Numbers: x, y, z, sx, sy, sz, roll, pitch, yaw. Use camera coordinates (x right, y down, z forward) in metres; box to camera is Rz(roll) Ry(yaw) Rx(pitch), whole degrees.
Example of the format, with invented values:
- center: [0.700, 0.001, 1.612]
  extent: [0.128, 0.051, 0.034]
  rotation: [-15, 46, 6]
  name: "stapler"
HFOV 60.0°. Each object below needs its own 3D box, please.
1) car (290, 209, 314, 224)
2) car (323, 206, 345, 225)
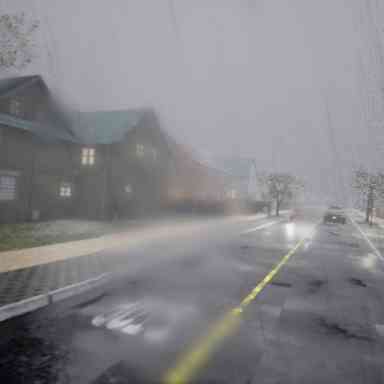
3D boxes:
- center: [10.826, 2.311, 32.549]
  extent: [1.895, 1.301, 4.718]
  rotation: [3, 0, 24]
  name: "car"
- center: [14.423, 2.485, 33.624]
  extent: [1.994, 1.385, 4.181]
  rotation: [3, 0, 24]
  name: "car"
